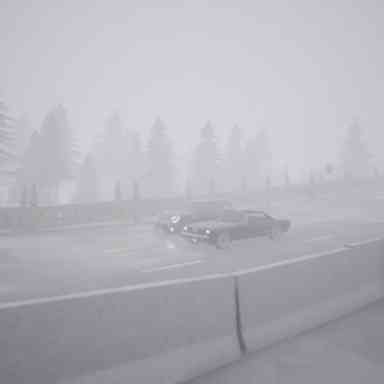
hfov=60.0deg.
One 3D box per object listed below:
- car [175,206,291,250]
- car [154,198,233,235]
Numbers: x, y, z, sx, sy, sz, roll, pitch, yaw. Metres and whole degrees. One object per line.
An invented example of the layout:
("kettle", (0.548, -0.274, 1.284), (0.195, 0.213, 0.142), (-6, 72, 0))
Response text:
("car", (1.912, 1.452, 13.903), (4.718, 1.301, 1.895), (-2, 1, -35))
("car", (0.313, 1.184, 17.054), (4.553, 1.767, 2.097), (-3, 1, -35))
